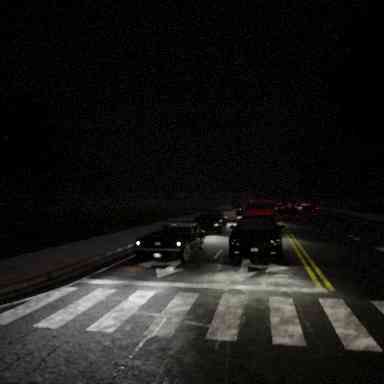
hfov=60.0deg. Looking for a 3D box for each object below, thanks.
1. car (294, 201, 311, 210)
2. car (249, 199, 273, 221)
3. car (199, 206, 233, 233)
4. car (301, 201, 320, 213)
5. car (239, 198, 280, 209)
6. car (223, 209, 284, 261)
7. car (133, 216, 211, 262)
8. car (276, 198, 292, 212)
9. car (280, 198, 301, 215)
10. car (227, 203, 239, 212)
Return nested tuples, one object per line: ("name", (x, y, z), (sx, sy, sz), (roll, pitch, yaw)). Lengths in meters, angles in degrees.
("car", (18.844, 2.297, 56.730), (2.128, 1.511, 4.902), (-1, -1, 12))
("car", (7.073, 1.752, 33.952), (2.150, 2.045, 5.566), (-1, -1, 12))
("car", (1.354, 1.957, 22.858), (2.033, 1.411, 5.357), (-1, -1, 12))
("car", (16.754, 2.241, 47.075), (1.895, 1.301, 4.718), (-1, -1, 12))
("car", (4.805, 1.588, 23.479), (2.150, 2.045, 5.566), (-1, -1, 12))
("car", (2.664, 1.694, 13.548), (1.882, 1.535, 5.008), (-1, -1, 13))
("car", (-0.687, 1.868, 13.429), (1.895, 1.301, 4.718), (-1, -1, 13))
("car", (14.525, 2.010, 52.647), (2.150, 2.045, 5.566), (-1, -1, 12))
("car", (12.505, 1.977, 43.031), (2.097, 1.767, 4.553), (-1, -1, 13))
("car", (3.381, 2.081, 32.222), (1.812, 1.442, 4.674), (-1, -1, 12))
